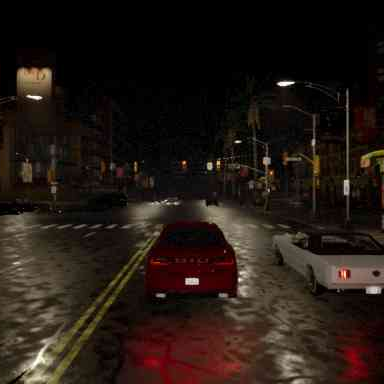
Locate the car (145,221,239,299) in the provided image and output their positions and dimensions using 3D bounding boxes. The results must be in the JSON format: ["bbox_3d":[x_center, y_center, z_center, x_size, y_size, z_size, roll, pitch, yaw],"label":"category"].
[{"bbox_3d":[-0.006,1.478,8.530,1.882,1.535,5.008,0,0,0],"label":"car"}]

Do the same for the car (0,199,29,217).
[{"bbox_3d":[-18.066,1.601,30.675,4.718,1.301,1.895,0,0,2],"label":"car"}]

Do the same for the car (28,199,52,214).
[{"bbox_3d":[-17.214,1.493,34.539,4.902,1.511,2.128,0,0,-3],"label":"car"}]

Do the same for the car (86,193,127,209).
[{"bbox_3d":[-11.636,1.221,45.599,5.566,2.045,2.150,0,-1,15],"label":"car"}]

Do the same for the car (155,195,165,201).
[{"bbox_3d":[-7.765,1.524,81.063,1.812,1.442,4.674,0,0,-1],"label":"car"}]

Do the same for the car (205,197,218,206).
[{"bbox_3d":[3.102,1.525,53.157,1.812,1.442,4.674,0,0,-1],"label":"car"}]

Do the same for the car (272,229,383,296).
[{"bbox_3d":[3.495,1.601,8.618,1.895,1.301,4.718,0,0,0],"label":"car"}]

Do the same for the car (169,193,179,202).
[{"bbox_3d":[-4.264,1.224,80.988,2.150,2.045,5.566,0,0,-1],"label":"car"}]

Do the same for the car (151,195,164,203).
[{"bbox_3d":[-7.674,1.539,71.568,2.033,1.411,5.357,0,0,-1],"label":"car"}]

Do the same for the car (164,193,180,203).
[{"bbox_3d":[-4.171,1.355,71.306,2.097,1.767,4.553,0,0,-1],"label":"car"}]
